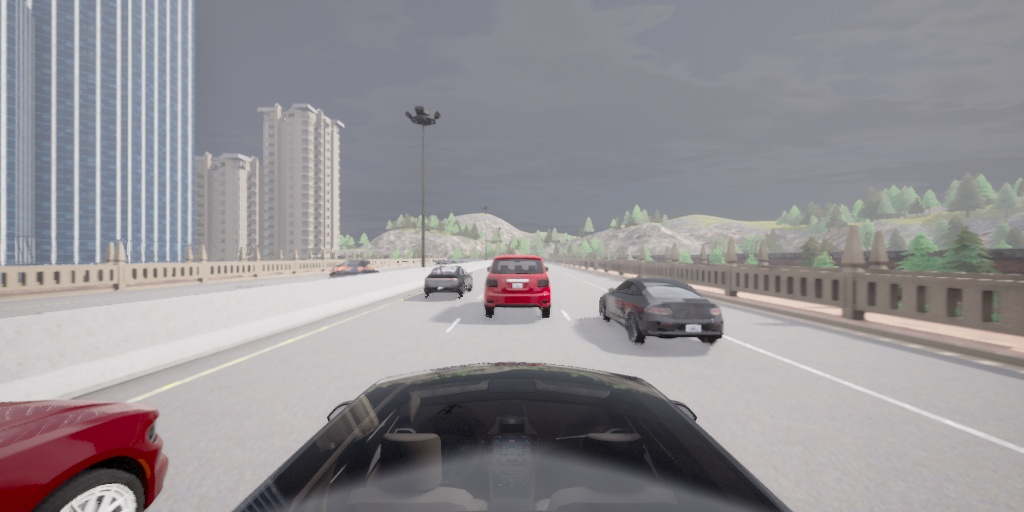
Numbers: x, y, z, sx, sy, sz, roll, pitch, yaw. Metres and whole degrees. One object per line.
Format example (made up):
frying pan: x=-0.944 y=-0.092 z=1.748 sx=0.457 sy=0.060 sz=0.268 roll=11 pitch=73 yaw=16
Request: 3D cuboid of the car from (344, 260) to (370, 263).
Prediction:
car: x=-13.522 y=1.133 z=30.660 sx=2.097 sy=1.767 sz=4.553 roll=0 pitch=0 yaw=2

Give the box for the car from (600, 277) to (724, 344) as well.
car: x=3.664 y=1.285 z=9.476 sx=1.812 sy=1.442 sz=4.674 roll=0 pitch=0 yaw=1

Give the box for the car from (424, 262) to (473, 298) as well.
car: x=-3.152 y=1.260 z=18.534 sx=2.128 sy=1.511 sz=4.902 roll=0 pitch=0 yaw=1

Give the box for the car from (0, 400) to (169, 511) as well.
car: x=-3.399 y=1.226 z=0.473 sx=1.882 sy=1.535 sz=5.008 roll=0 pitch=0 yaw=0

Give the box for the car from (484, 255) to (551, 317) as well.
car: x=0.223 y=0.984 z=13.378 sx=2.150 sy=2.045 sz=5.566 roll=0 pitch=0 yaw=1

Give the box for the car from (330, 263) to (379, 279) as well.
car: x=-10.225 y=1.337 z=23.641 sx=1.994 sy=1.385 sz=4.181 roll=0 pitch=0 yaw=2
